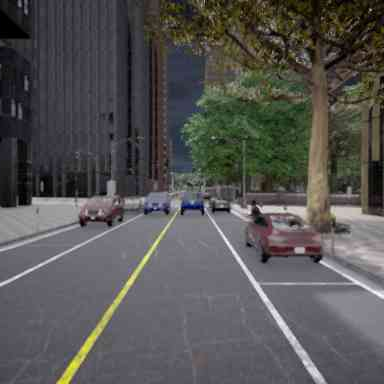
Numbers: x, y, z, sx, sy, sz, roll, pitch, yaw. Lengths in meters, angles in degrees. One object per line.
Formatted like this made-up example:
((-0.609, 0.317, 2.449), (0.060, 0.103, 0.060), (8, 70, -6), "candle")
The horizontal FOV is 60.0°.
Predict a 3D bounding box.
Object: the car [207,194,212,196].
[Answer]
((2.773, 1.268, 38.344), (2.008, 1.369, 4.403), (0, 0, 0), "car")

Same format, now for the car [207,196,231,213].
((2.771, 1.323, 32.832), (1.947, 1.339, 4.313), (0, 0, 0), "car")

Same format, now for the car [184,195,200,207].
((0.058, 1.170, 46.923), (2.128, 1.511, 4.902), (0, 0, 1), "car")

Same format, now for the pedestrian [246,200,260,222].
((2.671, 1.185, 14.399), (0.375, 1.860, 0.375), (0, 0, 0), "pedestrian")

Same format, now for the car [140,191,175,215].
((-3.079, 0.996, 30.606), (2.150, 2.045, 5.566), (0, 0, 0), "car")

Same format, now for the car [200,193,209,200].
((2.781, 1.033, 75.921), (1.947, 1.339, 4.313), (0, 0, 0), "car")

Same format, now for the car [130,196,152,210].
((-5.752, 1.243, 38.167), (1.752, 1.417, 4.829), (0, 0, 0), "car")

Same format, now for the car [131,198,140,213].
((-5.754, 1.307, 32.825), (2.008, 1.369, 4.403), (0, 0, 0), "car")

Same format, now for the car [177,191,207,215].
((0.060, 0.990, 31.366), (2.150, 2.045, 5.566), (0, 1, 1), "car")

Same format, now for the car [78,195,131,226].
((-5.756, 1.152, 21.798), (2.192, 1.841, 5.009), (0, 0, 0), "car")

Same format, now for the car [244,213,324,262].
((3.003, 1.439, 11.562), (1.812, 1.442, 4.674), (0, 0, 0), "car")

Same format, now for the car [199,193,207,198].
((2.784, 0.951, 86.834), (2.008, 1.369, 4.403), (0, 0, 0), "car")

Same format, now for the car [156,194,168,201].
((-5.746, 1.101, 65.002), (1.947, 1.339, 4.313), (0, 0, 0), "car")

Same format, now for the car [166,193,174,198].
((-5.741, 0.983, 86.829), (1.802, 1.307, 4.206), (0, 0, 0), "car")

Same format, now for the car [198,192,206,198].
((2.785, 0.808, 92.290), (1.967, 1.590, 4.097), (0, 0, 0), "car")

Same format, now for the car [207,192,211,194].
((2.779, 0.850, 65.007), (2.192, 1.841, 5.009), (0, 0, 0), "car")
